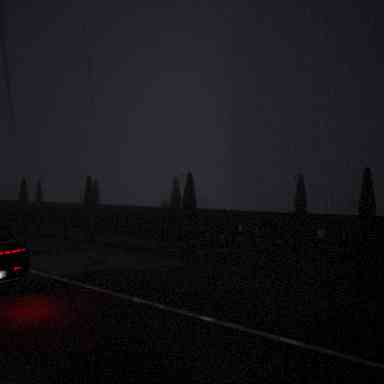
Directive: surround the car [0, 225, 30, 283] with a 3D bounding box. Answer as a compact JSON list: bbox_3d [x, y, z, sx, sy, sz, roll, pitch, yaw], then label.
[{"bbox_3d":[-5.926,1.437,8.221,4.892,1.490,1.837,0,0,36],"label":"car"}]
